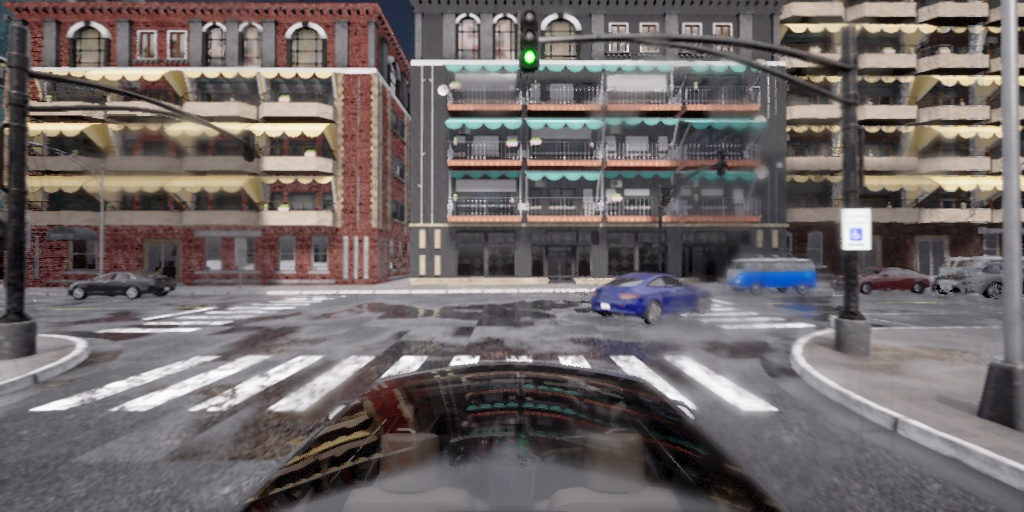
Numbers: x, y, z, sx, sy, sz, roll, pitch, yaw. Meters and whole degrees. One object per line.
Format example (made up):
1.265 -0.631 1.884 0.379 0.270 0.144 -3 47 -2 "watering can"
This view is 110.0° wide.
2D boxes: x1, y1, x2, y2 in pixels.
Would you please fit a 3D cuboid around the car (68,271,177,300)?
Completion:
-19.701 1.439 18.204 4.403 1.370 2.007 0 0 0 "car"

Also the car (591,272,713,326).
4.546 1.249 11.597 4.674 1.442 1.812 -1 -1 -36 "car"

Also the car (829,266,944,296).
18.724 1.225 18.287 4.207 1.307 1.802 0 0 0 "car"

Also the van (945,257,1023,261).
24.364 0.949 18.318 3.998 1.789 1.690 0 0 0 "van"

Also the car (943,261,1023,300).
21.630 1.093 15.846 4.902 1.511 2.128 0 -1 0 "car"

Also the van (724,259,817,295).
13.084 1.019 18.256 3.998 1.789 1.690 0 0 0 "van"
